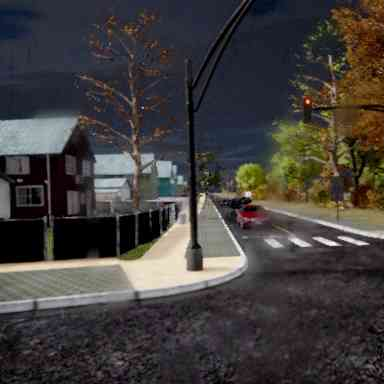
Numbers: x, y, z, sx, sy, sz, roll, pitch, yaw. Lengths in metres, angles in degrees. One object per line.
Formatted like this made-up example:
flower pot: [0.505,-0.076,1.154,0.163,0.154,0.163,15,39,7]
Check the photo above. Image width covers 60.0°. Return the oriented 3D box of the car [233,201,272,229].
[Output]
car: [4.110,1.606,22.461,1.812,1.442,4.674,-2,0,3]

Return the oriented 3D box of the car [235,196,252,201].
car: [8.360,1.553,52.777,1.837,1.490,4.892,-2,0,1]

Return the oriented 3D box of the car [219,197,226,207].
car: [5.632,1.646,55.372,2.128,1.511,4.902,-2,0,3]

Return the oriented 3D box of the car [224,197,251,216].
car: [4.630,1.634,34.283,1.812,1.442,4.674,-2,0,2]

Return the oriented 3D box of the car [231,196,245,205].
car: [8.737,1.567,63.045,2.128,1.511,4.902,-2,0,3]
